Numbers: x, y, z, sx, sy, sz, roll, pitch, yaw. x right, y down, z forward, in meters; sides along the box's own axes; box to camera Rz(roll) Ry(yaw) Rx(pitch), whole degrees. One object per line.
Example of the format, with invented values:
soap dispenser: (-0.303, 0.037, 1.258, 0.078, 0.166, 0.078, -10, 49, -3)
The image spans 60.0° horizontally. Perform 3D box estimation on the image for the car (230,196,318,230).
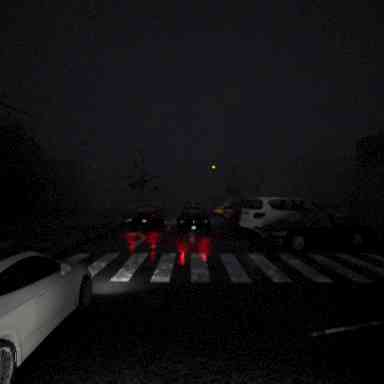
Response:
car: (5.097, 1.279, 16.815, 5.566, 2.045, 2.435, 1, -1, -20)

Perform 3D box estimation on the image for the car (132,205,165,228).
car: (-2.903, 1.596, 22.570, 1.812, 1.442, 4.674, 0, 0, 0)

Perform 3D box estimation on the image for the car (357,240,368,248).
car: (5.065, 1.536, 4.872, 4.674, 1.452, 2.002, 1, 0, -20)

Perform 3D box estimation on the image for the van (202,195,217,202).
van: (4.954, 1.705, 86.937, 4.442, 1.987, 1.878, 1, -2, -20)

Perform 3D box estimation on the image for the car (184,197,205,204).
car: (0.095, 1.663, 37.932, 2.128, 1.511, 4.902, 0, 0, 0)

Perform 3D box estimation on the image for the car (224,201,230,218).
car: (5.061, 1.564, 22.764, 4.892, 1.521, 2.231, 1, -1, -20)

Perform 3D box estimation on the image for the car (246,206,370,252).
car: (5.078, 1.520, 13.813, 4.892, 1.521, 2.231, 1, 0, -20)

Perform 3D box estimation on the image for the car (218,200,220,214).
car: (5.092, 1.631, 28.741, 4.792, 1.488, 2.163, 1, -1, -20)

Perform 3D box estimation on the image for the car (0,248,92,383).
car: (-2.902, 1.529, 4.760, 1.812, 1.442, 4.674, 0, 0, 0)

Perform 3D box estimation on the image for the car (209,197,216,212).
car: (4.893, 1.635, 34.627, 5.366, 1.575, 1.946, 1, 0, -20)

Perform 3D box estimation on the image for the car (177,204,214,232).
car: (0.098, 1.658, 20.309, 1.895, 1.301, 4.718, 0, 0, 0)

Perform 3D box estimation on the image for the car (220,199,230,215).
car: (5.241, 1.580, 25.812, 5.366, 1.575, 1.946, 1, -1, -20)

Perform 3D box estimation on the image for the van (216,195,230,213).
van: (4.960, 1.393, 31.670, 4.442, 1.987, 1.878, 1, 0, -20)
